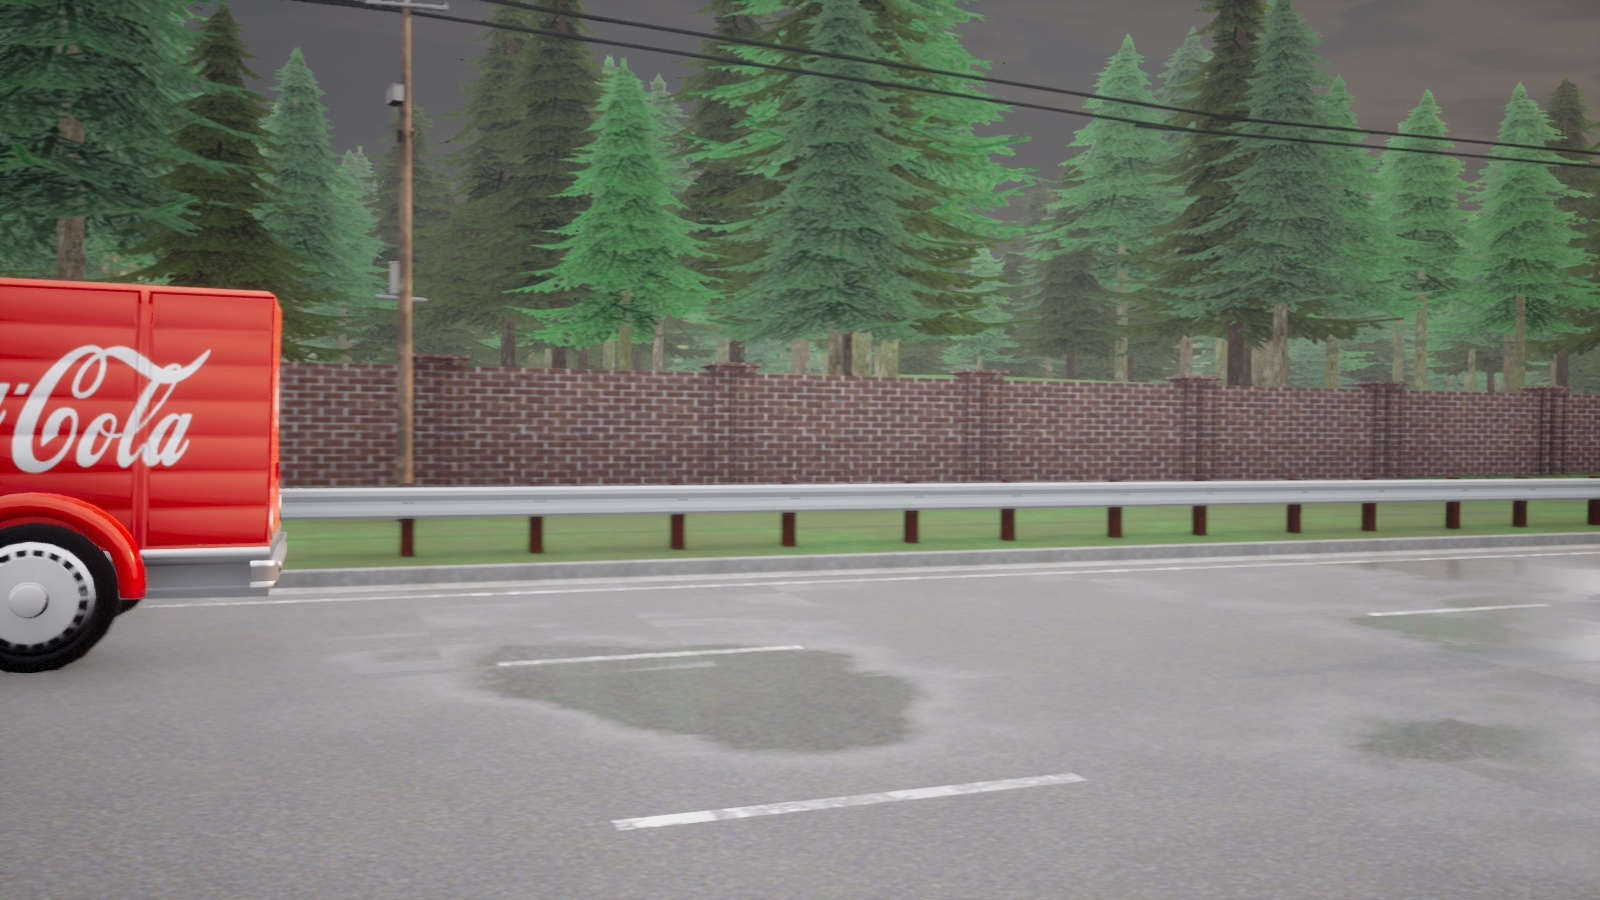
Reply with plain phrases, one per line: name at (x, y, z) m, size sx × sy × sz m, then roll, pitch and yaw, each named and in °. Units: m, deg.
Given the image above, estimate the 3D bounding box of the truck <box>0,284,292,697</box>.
truck at (-6.237, 0.247, 8.353) m, size 5.204 × 2.467 × 2.627 m, roll -1°, pitch 1°, yaw -21°
